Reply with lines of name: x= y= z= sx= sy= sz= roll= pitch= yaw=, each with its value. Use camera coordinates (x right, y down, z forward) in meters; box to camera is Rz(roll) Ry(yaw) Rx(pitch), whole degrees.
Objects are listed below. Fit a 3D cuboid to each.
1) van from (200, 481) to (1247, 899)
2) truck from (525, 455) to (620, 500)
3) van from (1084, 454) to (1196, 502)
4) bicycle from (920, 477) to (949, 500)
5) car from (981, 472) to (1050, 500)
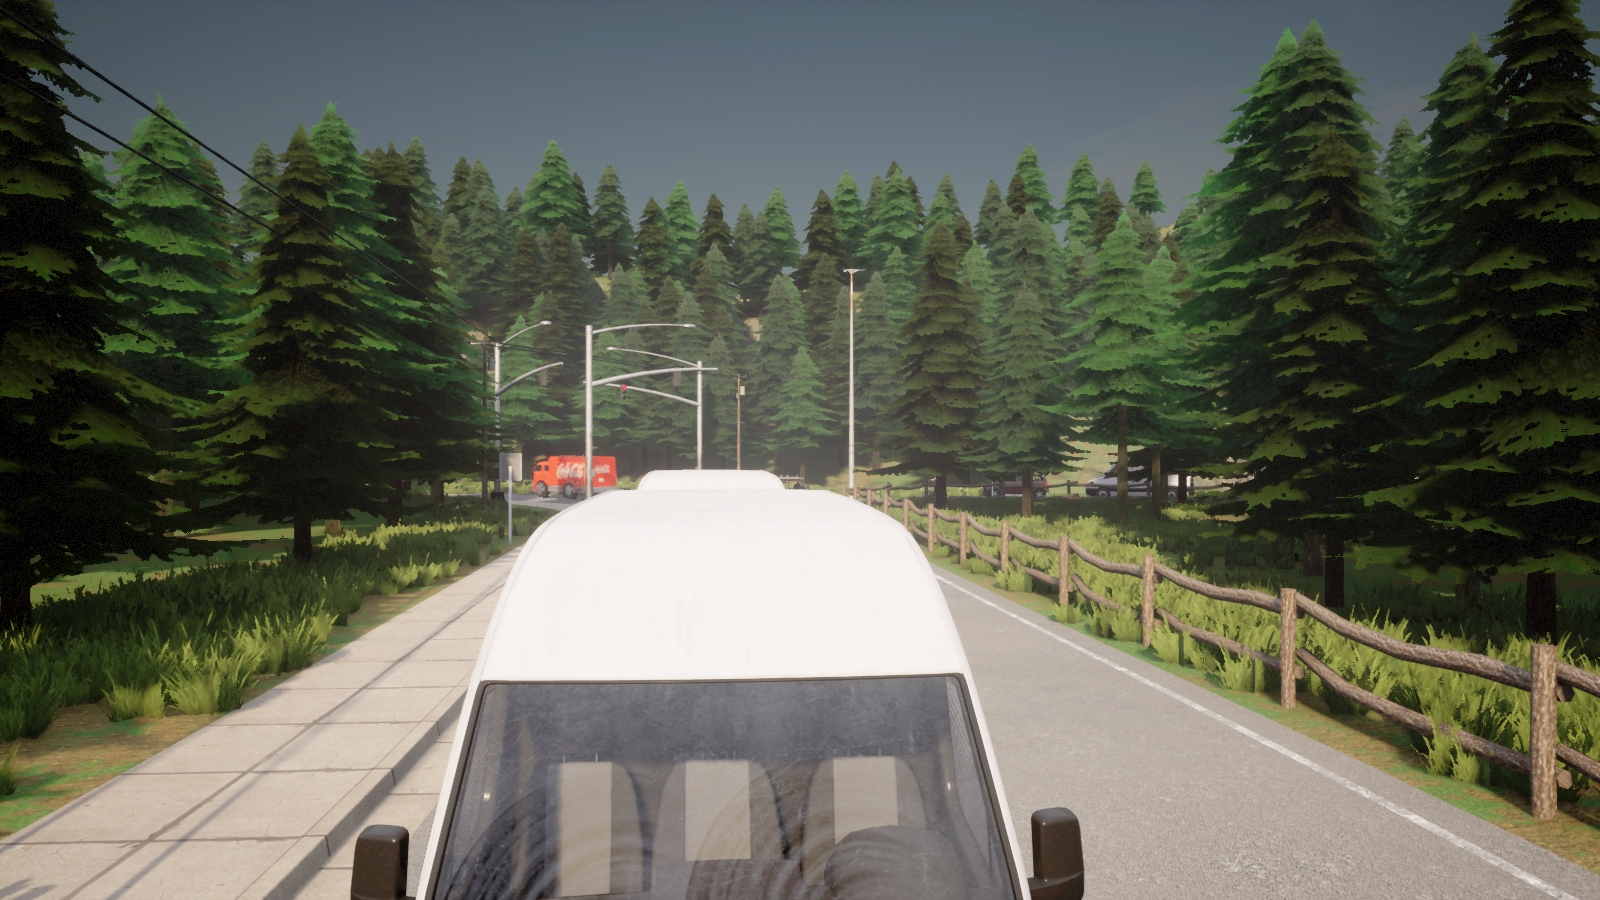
van: x=-0.345 y=1.499 z=5.122 sx=1.988 sy=2.561 sz=5.915 roll=0 pitch=0 yaw=-5
truck: x=-13.172 y=1.542 z=65.934 sx=5.204 sy=2.467 sz=2.627 roll=0 pitch=0 yaw=38
van: x=19.034 y=1.535 z=64.041 sx=5.915 sy=2.561 sz=1.988 roll=0 pitch=0 yaw=19
bicycle: x=7.647 y=2.158 z=64.903 sx=1.487 sy=1.276 sz=0.859 roll=0 pitch=0 yaw=-7
car: x=12.271 y=2.026 z=65.131 sx=3.705 sy=1.549 sz=1.789 roll=0 pitch=0 yaw=4
